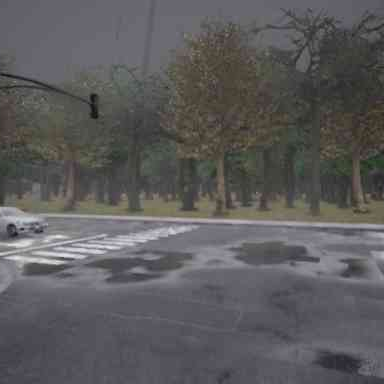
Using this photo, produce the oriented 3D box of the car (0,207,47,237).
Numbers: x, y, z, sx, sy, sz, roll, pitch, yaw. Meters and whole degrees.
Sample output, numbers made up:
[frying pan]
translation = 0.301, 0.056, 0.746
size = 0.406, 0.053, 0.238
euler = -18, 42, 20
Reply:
[car]
translation = -10.085, 1.535, 18.113
size = 4.674, 1.442, 1.812
euler = 0, 0, 25
